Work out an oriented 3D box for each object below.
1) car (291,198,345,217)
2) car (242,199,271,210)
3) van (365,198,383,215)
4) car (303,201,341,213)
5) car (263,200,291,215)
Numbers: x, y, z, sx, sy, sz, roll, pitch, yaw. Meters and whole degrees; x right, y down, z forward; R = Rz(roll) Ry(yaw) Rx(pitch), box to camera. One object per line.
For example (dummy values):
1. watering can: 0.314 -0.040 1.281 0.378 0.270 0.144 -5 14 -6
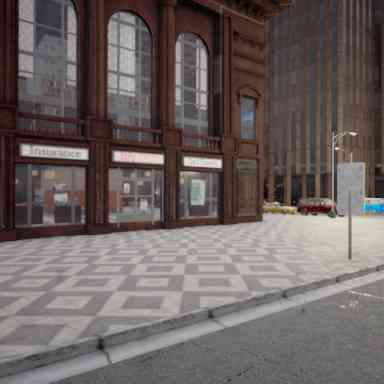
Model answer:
1. car: 12.710 1.518 32.679 2.192 1.841 5.009 0 0 -35
2. car: 9.956 1.886 51.388 1.967 1.590 4.097 -1 0 -35
3. van: 19.673 1.584 37.597 1.690 1.788 3.998 -1 0 -35
4. car: 16.437 1.892 42.193 1.802 1.307 4.206 -1 0 -35
5. car: 9.570 1.794 37.136 1.752 1.417 4.829 -1 0 -35
